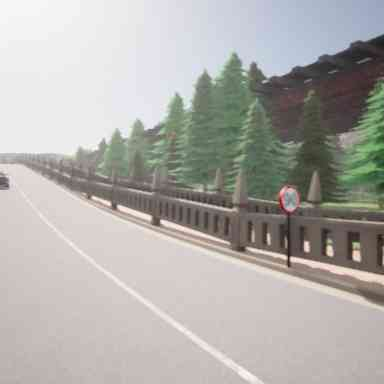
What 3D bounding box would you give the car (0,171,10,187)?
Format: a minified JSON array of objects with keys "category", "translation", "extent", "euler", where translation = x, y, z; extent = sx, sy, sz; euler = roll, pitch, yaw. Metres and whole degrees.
[{"category":"car","translation":[-19.516,-1.392,33.468],"extent":[1.837,1.490,4.892],"euler":[-1,8,-31]}]
